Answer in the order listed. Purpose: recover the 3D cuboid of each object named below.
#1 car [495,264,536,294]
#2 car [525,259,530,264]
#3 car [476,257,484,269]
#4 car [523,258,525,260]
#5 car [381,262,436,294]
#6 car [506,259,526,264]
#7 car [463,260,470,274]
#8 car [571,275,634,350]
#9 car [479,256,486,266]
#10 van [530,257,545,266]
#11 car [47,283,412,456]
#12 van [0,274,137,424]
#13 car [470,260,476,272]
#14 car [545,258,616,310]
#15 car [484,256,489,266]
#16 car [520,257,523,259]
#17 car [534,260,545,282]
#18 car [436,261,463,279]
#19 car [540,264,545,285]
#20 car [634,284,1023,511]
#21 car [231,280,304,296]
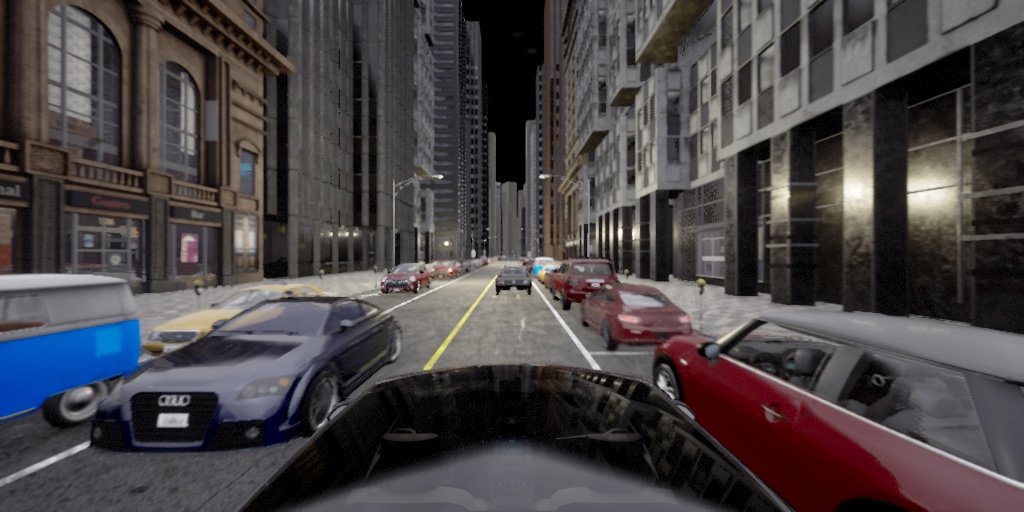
[{"bbox_3d":[0.088,1.314,19.793,1.895,1.301,4.718,0,0,0],"label":"car"},{"bbox_3d":[2.763,1.249,42.297,1.802,1.307,4.207,0,0,0],"label":"car"},{"bbox_3d":[-5.762,1.207,53.483,2.007,1.370,4.403,0,0,0],"label":"car"},{"bbox_3d":[2.763,1.239,47.899,1.802,1.307,4.207,0,0,0],"label":"car"},{"bbox_3d":[-5.761,1.159,19.874,1.967,1.591,4.097,0,0,0],"label":"car"},{"bbox_3d":[0.091,1.282,36.020,1.895,1.301,4.718,0,0,0],"label":"car"},{"bbox_3d":[-5.762,1.269,36.678,1.802,1.307,4.207,0,0,0],"label":"car"},{"bbox_3d":[2.765,1.314,8.684,1.802,1.307,4.207,0,0,0],"label":"car"},{"bbox_3d":[-5.762,1.172,58.915,1.751,1.417,4.829,0,0,0],"label":"car"},{"bbox_3d":[2.764,1.029,31.092,1.690,1.789,3.998,0,0,0],"label":"van"},{"bbox_3d":[-3.096,1.310,5.267,1.994,1.385,4.181,0,0,0],"label":"car"},{"bbox_3d":[-5.760,1.094,3.068,1.690,1.789,3.998,0,0,0],"label":"van"},{"bbox_3d":[-5.762,1.242,42.280,1.948,1.339,4.313,0,0,0],"label":"car"},{"bbox_3d":[2.764,1.035,14.286,2.192,1.841,5.009,0,0,0],"label":"car"},{"bbox_3d":[-5.762,1.183,64.687,1.888,1.381,4.507,0,0,0],"label":"car"},{"bbox_3d":[2.763,1.173,64.705,1.888,1.381,4.507,0,0,0],"label":"car"},{"bbox_3d":[2.764,1.224,25.660,1.751,1.417,4.829,0,0,0],"label":"car"},{"bbox_3d":[-5.761,1.137,31.077,1.967,1.591,4.097,0,0,0],"label":"car"},{"bbox_3d":[2.764,1.291,19.889,1.802,1.307,4.207,0,0,0],"label":"car"},{"bbox_3d":[2.765,1.184,3.083,1.967,1.591,4.097,0,0,0],"label":"car"},{"bbox_3d":[-5.761,1.267,8.500,1.751,1.417,4.829,0,0,0],"label":"car"}]
